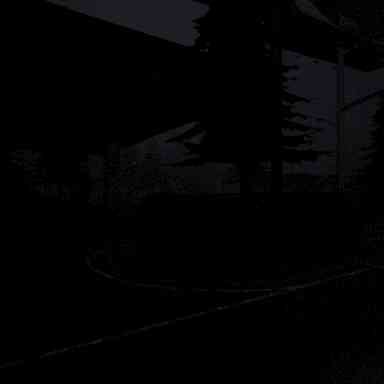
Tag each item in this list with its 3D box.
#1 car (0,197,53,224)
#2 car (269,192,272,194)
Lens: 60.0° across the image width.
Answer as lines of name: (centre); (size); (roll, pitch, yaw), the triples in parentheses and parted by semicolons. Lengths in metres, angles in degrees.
car: (-11.997, 1.313, 23.462); (3.866, 1.878, 1.905); (0, 0, -36)
car: (6.204, 1.050, 28.677); (2.150, 2.045, 5.566); (0, 1, -34)
